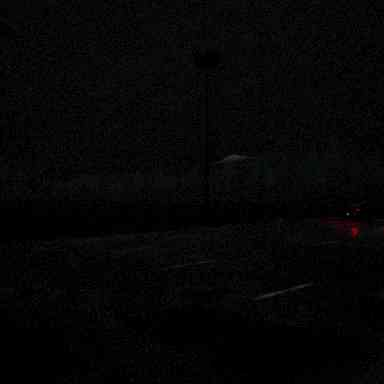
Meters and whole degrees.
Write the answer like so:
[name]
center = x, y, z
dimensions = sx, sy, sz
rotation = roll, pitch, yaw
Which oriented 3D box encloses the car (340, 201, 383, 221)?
[car]
center = 13.671, 1.484, 26.512
dimensions = 4.674, 1.442, 1.812
rotation = 0, 0, -35
